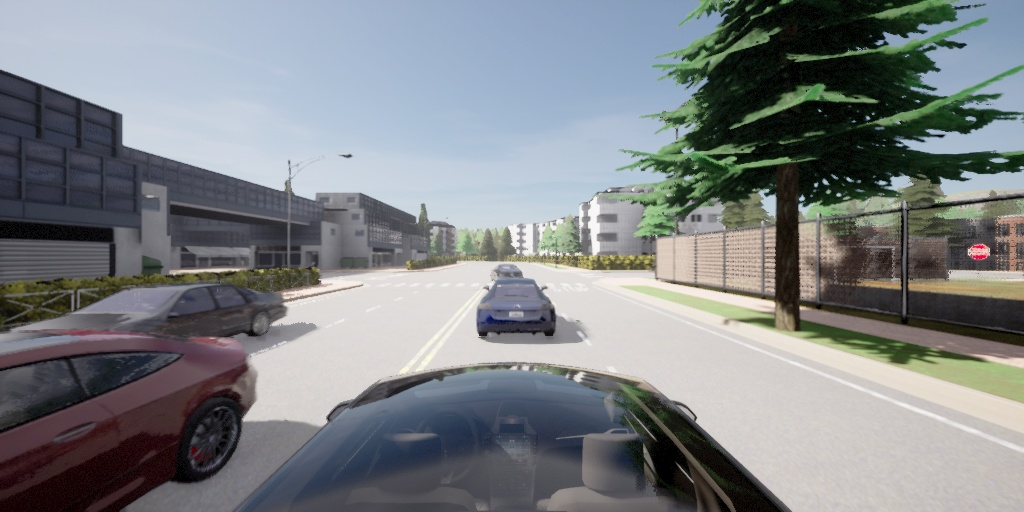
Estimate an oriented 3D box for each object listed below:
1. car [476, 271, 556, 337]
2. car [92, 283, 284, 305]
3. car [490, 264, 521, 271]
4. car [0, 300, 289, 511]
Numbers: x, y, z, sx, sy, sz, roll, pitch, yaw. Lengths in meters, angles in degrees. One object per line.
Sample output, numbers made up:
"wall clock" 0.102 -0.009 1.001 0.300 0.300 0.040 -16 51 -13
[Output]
"car" 0.096 1.312 10.294 1.994 1.385 4.181 0 0 0
"car" -7.089 1.296 7.543 2.033 1.411 5.357 0 0 0
"car" -0.493 1.291 26.756 2.033 1.411 5.357 0 0 -11
"car" -3.596 1.276 1.972 1.812 1.442 4.674 0 0 0
